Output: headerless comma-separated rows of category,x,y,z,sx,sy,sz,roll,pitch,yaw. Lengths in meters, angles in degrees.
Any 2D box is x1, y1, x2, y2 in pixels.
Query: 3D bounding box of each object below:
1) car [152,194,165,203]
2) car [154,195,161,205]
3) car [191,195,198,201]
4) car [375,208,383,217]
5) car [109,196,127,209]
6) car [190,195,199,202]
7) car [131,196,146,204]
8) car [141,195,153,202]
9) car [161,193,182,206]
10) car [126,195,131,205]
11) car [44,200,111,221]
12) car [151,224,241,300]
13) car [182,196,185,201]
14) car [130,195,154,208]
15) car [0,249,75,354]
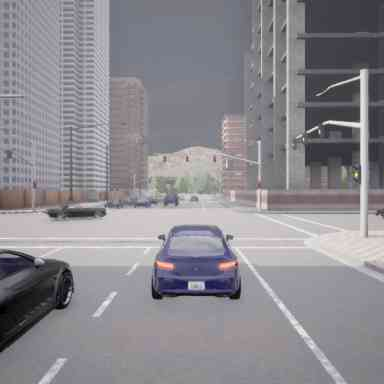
car,-6.692,1.352,67.196,2.097,1.767,4.553,0,0,1
car,-6.928,1.601,57.389,1.895,1.301,4.718,0,0,1
car,0.670,1.524,85.990,1.812,1.442,4.674,0,0,1
car,18.339,1.547,27.732,5.357,1.411,2.033,0,0,1
car,-10.643,1.564,45.545,1.994,1.385,4.181,0,0,1
car,0.481,1.525,75.596,2.128,1.511,4.902,0,0,1
car,-10.274,1.478,64.234,1.882,1.535,5.008,0,0,2
car,-10.043,1.473,74.411,1.882,1.535,5.008,0,0,1
car,-3.301,1.221,54.853,2.150,2.045,5.566,0,0,1
car,-10.498,1.352,54.105,2.097,1.767,4.553,0,0,1
car,-9.485,1.601,27.304,4.718,1.301,1.895,0,0,-33
car,0.093,1.526,8.296,1.812,1.442,4.674,0,0,0
car,-2.834,1.595,85.848,1.895,1.301,4.718,0,0,1
car,-7.104,1.478,48.046,1.882,1.535,5.008,0,0,1
car,-3.429,1.564,5.214,1.994,1.385,4.181,0,0,1
